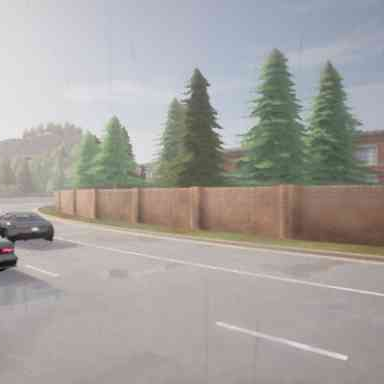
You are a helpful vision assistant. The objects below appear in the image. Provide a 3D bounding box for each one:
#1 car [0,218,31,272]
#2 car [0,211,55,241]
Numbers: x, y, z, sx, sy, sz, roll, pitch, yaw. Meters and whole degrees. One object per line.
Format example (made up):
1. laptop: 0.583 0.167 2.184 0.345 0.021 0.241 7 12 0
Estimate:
1. car: -7.027 1.590 9.920 5.357 1.411 2.033 0 0 42
2. car: -8.354 1.628 16.173 1.994 1.385 4.181 0 0 -44
